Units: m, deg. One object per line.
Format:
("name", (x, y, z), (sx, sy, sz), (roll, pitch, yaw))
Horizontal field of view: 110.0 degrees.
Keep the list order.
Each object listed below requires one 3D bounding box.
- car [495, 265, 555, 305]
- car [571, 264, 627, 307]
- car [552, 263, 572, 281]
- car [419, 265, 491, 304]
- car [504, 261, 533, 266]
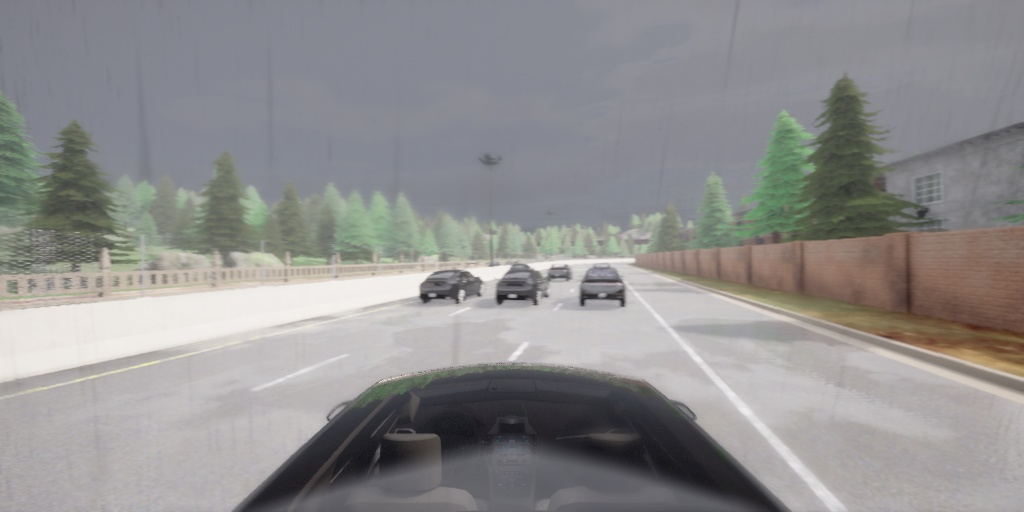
("car", (0.603, 1.352, 16.729), (1.837, 1.490, 4.892), (-1, 0, 14))
("car", (3.995, 1.281, 15.871), (2.128, 1.511, 4.902), (-1, 0, 14))
("car", (4.239, 1.383, 31.276), (2.128, 1.511, 4.902), (-1, 0, 14))
("car", (-2.791, 1.408, 17.580), (1.837, 1.490, 4.892), (-1, 0, 14))
("car", (0.845, 1.455, 32.132), (1.837, 1.490, 4.892), (-1, 0, 14))
